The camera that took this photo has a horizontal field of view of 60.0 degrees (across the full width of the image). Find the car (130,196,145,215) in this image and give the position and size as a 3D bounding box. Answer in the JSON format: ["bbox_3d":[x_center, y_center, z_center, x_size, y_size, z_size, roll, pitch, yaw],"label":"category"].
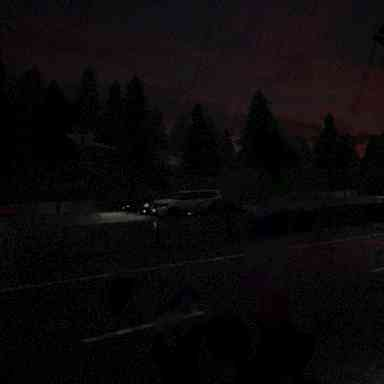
[{"bbox_3d":[-2.258,0.976,27.083,4.553,1.767,2.097,-1,1,-31],"label":"car"}]

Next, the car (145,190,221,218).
[{"bbox_3d":[-0.248,0.866,24.207,5.566,2.045,2.150,-1,1,-31],"label":"car"}]

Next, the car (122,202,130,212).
[{"bbox_3d":[-3.918,1.101,30.170,4.892,1.490,1.837,-1,1,-31],"label":"car"}]

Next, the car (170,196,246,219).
[{"bbox_3d":[1.279,1.203,21.043,4.674,1.442,1.812,-1,1,-31],"label":"car"}]
